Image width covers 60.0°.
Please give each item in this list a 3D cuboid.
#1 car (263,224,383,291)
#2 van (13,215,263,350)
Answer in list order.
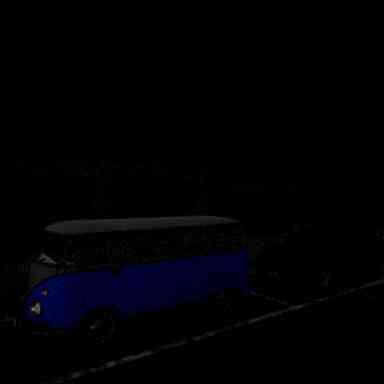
[{"bbox_3d":[3.713,1.577,9.084,4.313,1.339,1.947,0,0,-35],"label":"car"},{"bbox_3d":[-0.803,1.344,5.943,3.998,1.788,1.690,0,0,-35],"label":"van"}]
